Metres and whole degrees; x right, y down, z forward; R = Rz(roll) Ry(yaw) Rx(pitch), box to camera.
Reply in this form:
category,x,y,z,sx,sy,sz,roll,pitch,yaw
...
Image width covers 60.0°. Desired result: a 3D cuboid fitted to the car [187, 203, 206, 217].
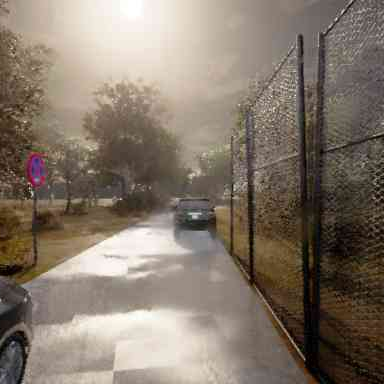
category,x,y,z,sx,sy,sz,roll,pitch,yaw
car,0.528,1.889,36.486,1.994,1.385,4.181,0,-1,3

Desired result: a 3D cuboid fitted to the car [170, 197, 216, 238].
category,x,y,z,sx,sy,sz,roll,pitch,yaw
car,0.137,1.311,18.545,2.150,2.045,5.566,0,-1,0

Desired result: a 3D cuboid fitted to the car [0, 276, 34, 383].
category,x,y,z,sx,sy,sz,roll,pitch,yaw
car,-2.851,1.507,2.185,1.837,1.490,4.892,0,0,0
